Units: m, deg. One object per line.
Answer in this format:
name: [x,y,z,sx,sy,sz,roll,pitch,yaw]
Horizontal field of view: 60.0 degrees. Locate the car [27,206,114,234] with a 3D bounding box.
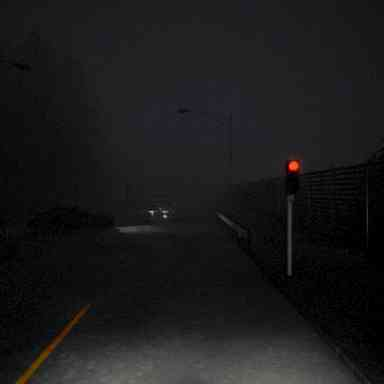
car: [-6.902,1.525,19.165,4.674,1.442,1.812,0,1,-18]

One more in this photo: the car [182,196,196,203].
car: [-0.348,1.504,67.859,1.837,1.490,4.892,0,0,-5]

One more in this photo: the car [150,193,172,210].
car: [-4.231,1.221,43.935,2.150,2.045,5.566,0,0,0]

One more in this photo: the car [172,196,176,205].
car: [-4.249,1.351,54.068,2.097,1.767,4.553,0,0,0]

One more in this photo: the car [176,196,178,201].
car: [-4.226,1.524,64.003,1.812,1.442,4.674,0,0,0]

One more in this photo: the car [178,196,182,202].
car: [-4.298,1.538,77.345,5.357,1.411,2.033,0,0,40]
